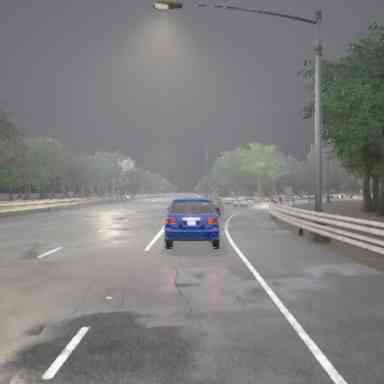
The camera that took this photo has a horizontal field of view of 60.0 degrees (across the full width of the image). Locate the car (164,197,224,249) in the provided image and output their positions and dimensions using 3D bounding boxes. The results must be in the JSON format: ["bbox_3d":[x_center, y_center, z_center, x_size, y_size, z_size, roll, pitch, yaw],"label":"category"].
[{"bbox_3d":[0.075,1.226,14.737,2.150,2.045,5.566,0,0,2],"label":"car"}]

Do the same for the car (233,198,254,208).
[{"bbox_3d":[7.337,1.549,47.192,1.895,1.301,4.718,0,0,24],"label":"car"}]

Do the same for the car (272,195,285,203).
[{"bbox_3d":[16.911,1.386,63.464,1.882,1.535,5.008,0,0,37],"label":"car"}]
